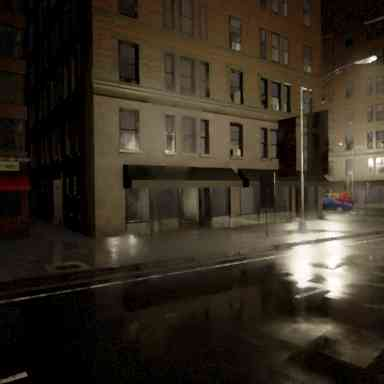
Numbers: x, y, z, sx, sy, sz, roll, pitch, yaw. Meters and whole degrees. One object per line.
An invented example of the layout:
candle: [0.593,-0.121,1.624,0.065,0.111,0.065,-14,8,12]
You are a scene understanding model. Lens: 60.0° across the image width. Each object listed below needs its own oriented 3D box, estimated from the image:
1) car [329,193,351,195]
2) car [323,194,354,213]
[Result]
car: [17.153,1.069,40.833,2.192,1.841,5.009,0,1,-44]
car: [14.443,1.332,35.311,1.882,1.535,5.008,-1,1,-44]
